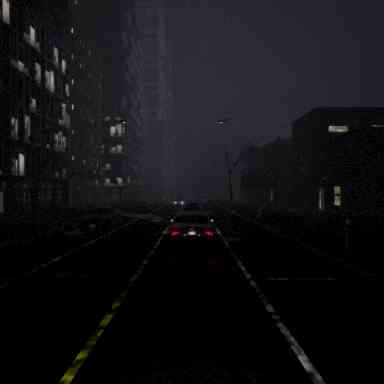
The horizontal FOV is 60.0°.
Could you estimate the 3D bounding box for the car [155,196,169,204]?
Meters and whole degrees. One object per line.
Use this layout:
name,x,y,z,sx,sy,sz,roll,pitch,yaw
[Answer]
car,-5.805,1.539,60.674,2.008,1.369,4.403,-1,0,0

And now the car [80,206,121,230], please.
car,-5.701,1.560,21.167,1.947,1.339,4.313,-1,0,0

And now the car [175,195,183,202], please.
car,-2.999,1.420,76.735,1.882,1.535,5.008,0,0,0

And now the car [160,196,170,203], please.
car,-5.831,1.532,71.964,1.887,1.381,4.507,-1,0,0

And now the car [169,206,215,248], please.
car,0.000,1.559,14.652,2.033,1.411,5.357,0,0,0

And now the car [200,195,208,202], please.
car,2.808,1.512,77.720,1.752,1.417,4.829,-1,0,0

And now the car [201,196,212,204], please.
car,2.808,1.538,66.262,2.008,1.369,4.403,-1,0,0

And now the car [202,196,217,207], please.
car,2.713,1.571,49.329,1.802,1.307,4.206,-1,0,0

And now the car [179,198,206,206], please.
car,0.000,1.526,29.654,1.812,1.442,4.674,0,0,0

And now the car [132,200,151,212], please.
car,-5.701,1.536,38.099,1.887,1.381,4.507,-1,0,0
